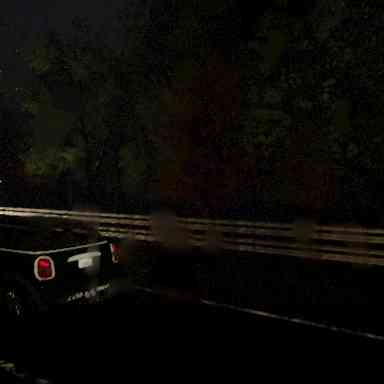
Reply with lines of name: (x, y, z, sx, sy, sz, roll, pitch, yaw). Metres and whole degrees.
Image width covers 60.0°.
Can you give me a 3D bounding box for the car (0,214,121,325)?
car: (-3.749, 1.301, 7.221, 4.553, 1.767, 2.097, 0, 0, 32)
